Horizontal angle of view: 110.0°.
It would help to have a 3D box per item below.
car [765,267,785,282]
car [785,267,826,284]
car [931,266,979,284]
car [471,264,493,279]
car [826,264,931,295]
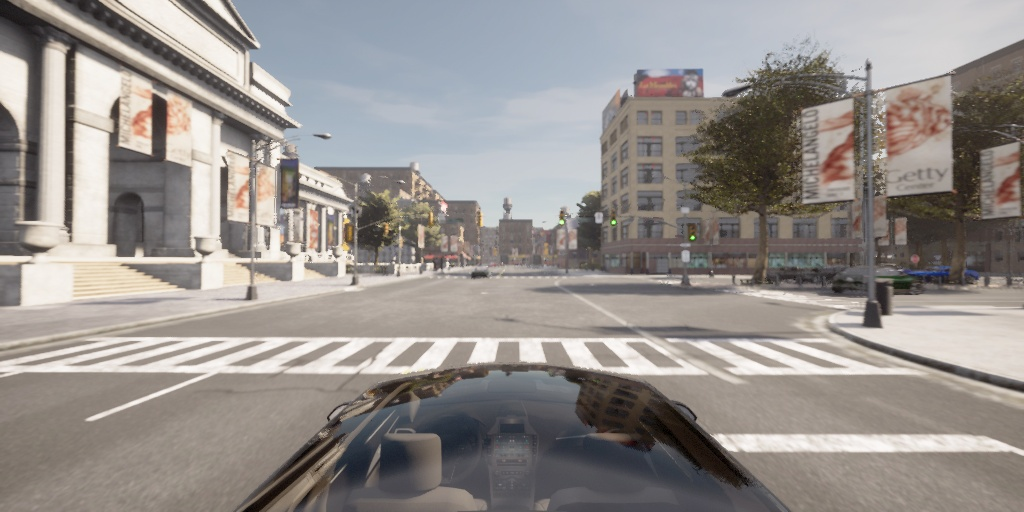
[{"bbox_3d":[26.456,1.729,34.415,4.674,1.442,1.812,0,-1,0],"label":"car"},{"bbox_3d":[26.904,1.660,30.914,4.892,1.490,1.837,0,-1,0],"label":"car"},{"bbox_3d":[36.922,1.633,30.932,5.008,1.535,1.882,0,-1,0],"label":"car"},{"bbox_3d":[-3.457,1.878,39.793,1.895,1.301,4.718,0,-1,-1],"label":"car"},{"bbox_3d":[21.684,1.375,21.286,4.553,1.767,2.097,0,0,-13],"label":"car"}]
